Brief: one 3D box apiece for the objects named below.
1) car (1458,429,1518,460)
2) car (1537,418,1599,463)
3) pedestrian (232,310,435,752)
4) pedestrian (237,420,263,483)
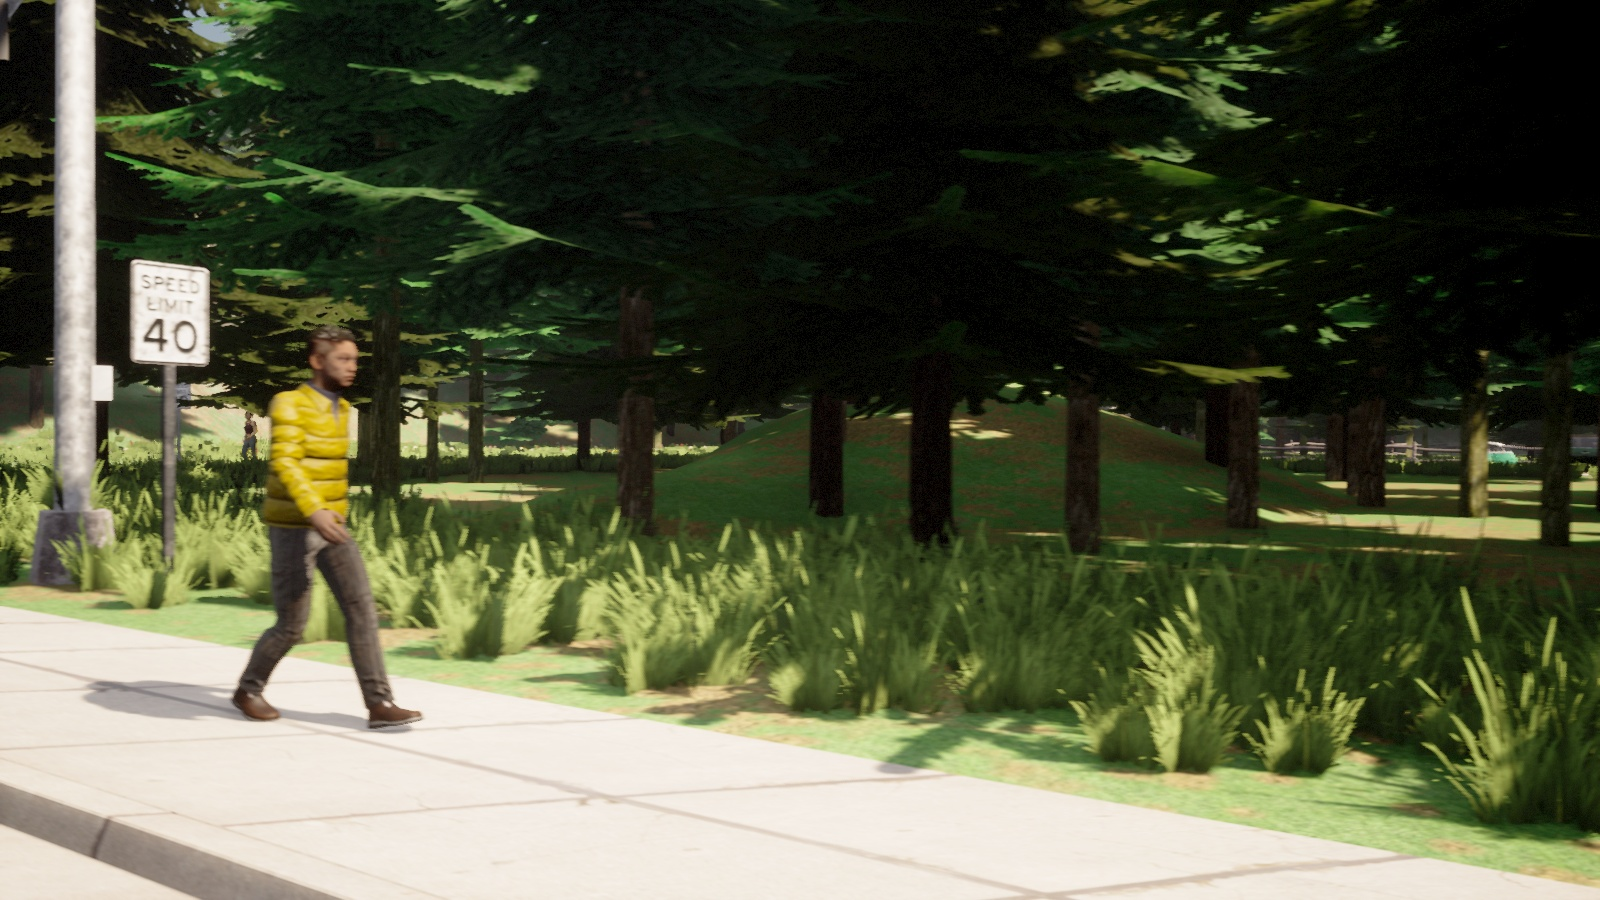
[{"bbox_3d":[30.571,-0.251,55.778,2.207,1.376,1.481,0,1,34],"label":"car"},{"bbox_3d":[32.305,-0.389,50.404,4.553,1.767,2.097,0,1,34],"label":"car"},{"bbox_3d":[-2.056,0.336,5.551,0.709,1.840,0.431,0,1,22],"label":"pedestrian"},{"bbox_3d":[-16.242,0.034,37.077,0.345,1.836,0.594,0,1,25],"label":"pedestrian"}]
